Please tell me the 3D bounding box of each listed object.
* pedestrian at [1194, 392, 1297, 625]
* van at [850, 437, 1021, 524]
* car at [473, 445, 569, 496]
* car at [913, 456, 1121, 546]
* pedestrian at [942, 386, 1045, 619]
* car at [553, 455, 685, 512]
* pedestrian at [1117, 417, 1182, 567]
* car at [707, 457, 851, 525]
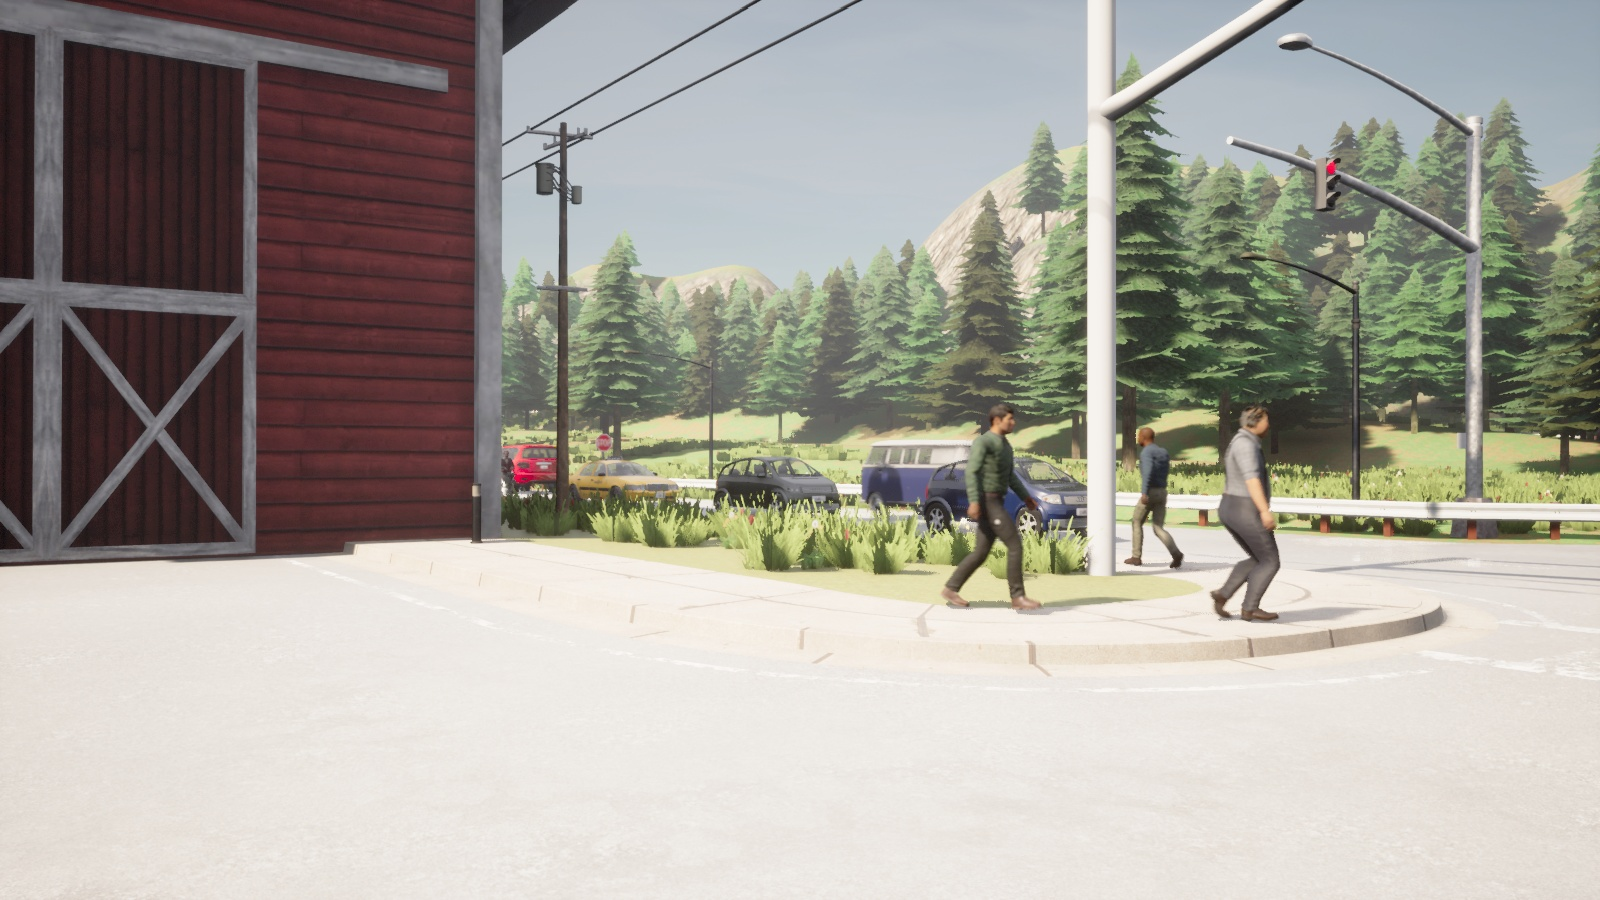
[{"bbox_3d":[3.627,0.464,10.261,0.694,1.848,0.540,0,0,8],"label":"pedestrian"},{"bbox_3d":[3.261,0.712,31.079,1.775,1.987,4.442,0,0,-34],"label":"van"},{"bbox_3d":[-12.025,0.859,53.911,2.150,2.045,5.566,0,0,-34],"label":"car"},{"bbox_3d":[4.009,0.891,23.679,1.789,1.549,3.705,0,0,-34],"label":"car"},{"bbox_3d":[1.679,0.444,10.899,0.788,1.949,0.423,0,0,27],"label":"pedestrian"},{"bbox_3d":[-5.556,0.965,37.955,1.801,1.575,5.366,0,0,-34],"label":"car"},{"bbox_3d":[4.369,0.514,15.712,0.370,1.835,0.726,0,0,-30],"label":"pedestrian"},{"bbox_3d":[-0.571,0.945,30.515,1.789,1.549,3.705,0,0,-34],"label":"car"}]
